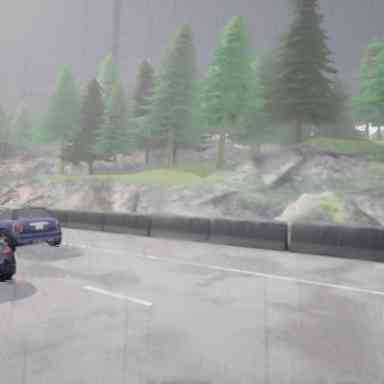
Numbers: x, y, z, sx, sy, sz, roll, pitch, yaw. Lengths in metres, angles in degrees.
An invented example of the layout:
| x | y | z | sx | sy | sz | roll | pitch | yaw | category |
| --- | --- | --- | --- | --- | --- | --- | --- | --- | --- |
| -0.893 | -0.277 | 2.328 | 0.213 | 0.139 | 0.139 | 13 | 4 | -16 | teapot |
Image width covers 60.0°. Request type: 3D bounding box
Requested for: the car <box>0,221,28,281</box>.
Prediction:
| x | y | z | sx | sy | sz | roll | pitch | yaw | category |
| --- | --- | --- | --- | --- | --- | --- | --- | --- | --- |
| -6.343 | 1.532 | 8.505 | 4.181 | 1.385 | 1.994 | 0 | 0 | 35 | car |

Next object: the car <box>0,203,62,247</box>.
| x | y | z | sx | sy | sz | roll | pitch | yaw | category |
| --- | --- | --- | --- | --- | --- | --- | --- | --- | --- |
| -7.365 | 1.306 | 13.528 | 4.553 | 1.767 | 2.097 | 0 | 0 | 35 | car |
